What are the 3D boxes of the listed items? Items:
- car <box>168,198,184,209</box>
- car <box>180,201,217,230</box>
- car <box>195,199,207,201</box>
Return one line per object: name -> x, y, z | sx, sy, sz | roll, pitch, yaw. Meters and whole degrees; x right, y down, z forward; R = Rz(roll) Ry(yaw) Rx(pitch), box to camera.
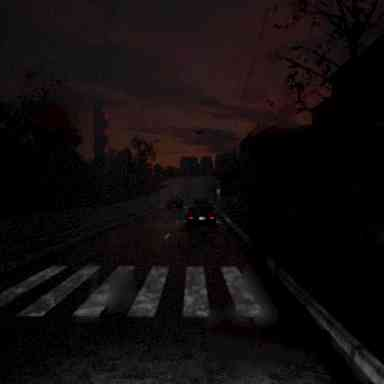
car -> -2.123, 1.448, 43.544 | 1.812, 1.442, 4.674 | 0, 0, 1
car -> 0.580, 1.514, 21.063 | 2.033, 1.411, 5.357 | 0, 0, 1
car -> 1.133, 1.532, 43.873 | 1.895, 1.301, 4.718 | 0, 0, 1
